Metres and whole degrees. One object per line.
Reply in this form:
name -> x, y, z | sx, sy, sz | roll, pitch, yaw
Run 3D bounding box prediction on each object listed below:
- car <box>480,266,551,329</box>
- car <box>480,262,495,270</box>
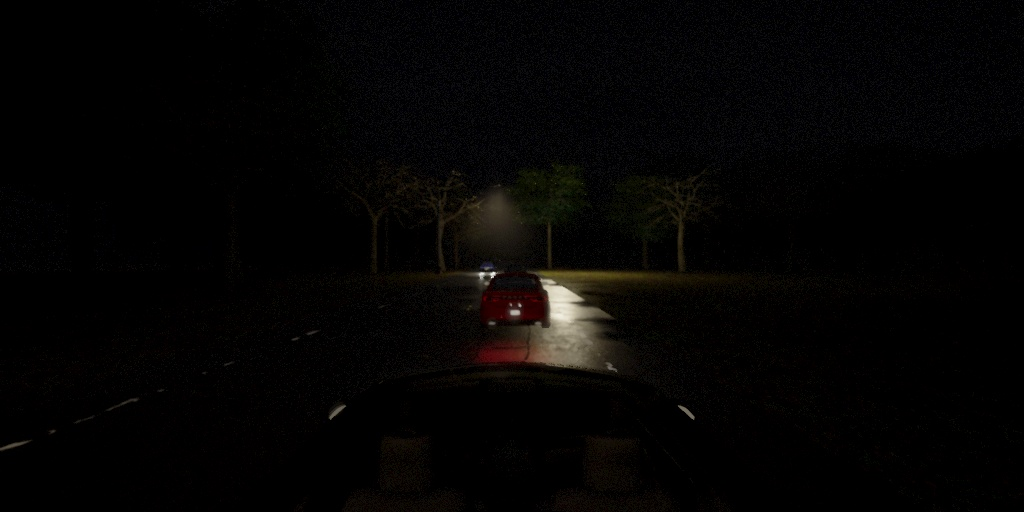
car -> 0.112, 1.239, 11.299 | 1.882, 1.535, 5.008 | 0, 0, 1
car -> -3.289, 1.473, 48.563 | 1.812, 1.442, 4.674 | 0, 0, 1
